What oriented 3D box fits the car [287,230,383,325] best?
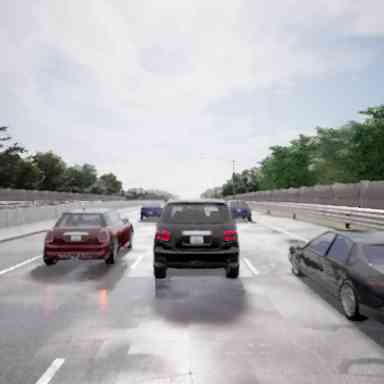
[{"bbox_3d":[3.604,1.520,7.099,2.033,1.411,5.357,0,0,0],"label":"car"}]

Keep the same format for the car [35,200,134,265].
[{"bbox_3d":[-3.382,1.333,11.732,2.097,1.767,4.553,0,0,-1],"label":"car"}]

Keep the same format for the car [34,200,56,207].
[{"bbox_3d":[-21.015,1.968,48.047,1.837,1.490,4.892,0,-1,0],"label":"car"}]

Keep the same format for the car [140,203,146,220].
[{"bbox_3d":[-3.362,1.612,29.339,1.882,1.535,5.008,0,-2,0],"label":"car"}]

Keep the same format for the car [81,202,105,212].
[{"bbox_3d":[-14.021,2.053,47.416,1.895,1.301,4.718,0,-1,0],"label":"car"}]

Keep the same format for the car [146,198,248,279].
[{"bbox_3d":[0.112,1.192,10.148,2.150,2.045,5.566,0,-1,0],"label":"car"}]

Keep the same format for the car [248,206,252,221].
[{"bbox_3d":[3.635,1.468,27.877,2.097,1.767,4.553,0,0,0],"label":"car"}]

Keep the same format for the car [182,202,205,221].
[{"bbox_3d":[0.139,1.612,29.327,1.882,1.535,5.008,0,-2,0],"label":"car"}]
